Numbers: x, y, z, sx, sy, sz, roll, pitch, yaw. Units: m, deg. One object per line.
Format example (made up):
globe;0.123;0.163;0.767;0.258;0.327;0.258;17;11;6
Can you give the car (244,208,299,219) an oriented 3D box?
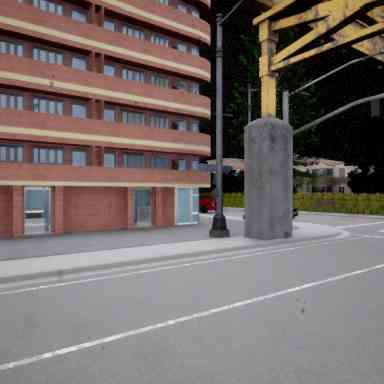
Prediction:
car;6.762;1.601;28.508;1.895;1.301;4.718;0;0;-35

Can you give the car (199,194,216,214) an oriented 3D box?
car;1.038;1.221;36.578;2.150;2.045;5.566;0;0;-35
